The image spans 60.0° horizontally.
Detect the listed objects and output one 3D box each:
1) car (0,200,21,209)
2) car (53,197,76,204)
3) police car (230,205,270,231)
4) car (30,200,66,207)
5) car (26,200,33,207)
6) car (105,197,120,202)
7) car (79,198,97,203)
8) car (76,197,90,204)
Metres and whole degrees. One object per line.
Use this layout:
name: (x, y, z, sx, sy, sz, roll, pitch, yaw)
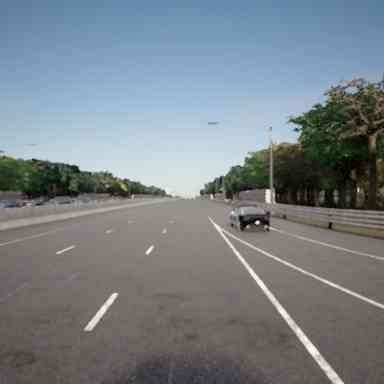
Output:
car: (-24.549, 1.836, 43.708, 2.097, 1.767, 4.553, 0, -1, 0)
car: (-20.984, 1.815, 53.174, 2.150, 2.045, 5.566, 0, -1, 0)
police car: (3.793, 1.679, 22.629, 1.930, 1.638, 5.238, 0, -1, -3)
car: (-17.561, 2.018, 40.823, 1.994, 1.385, 4.181, 0, -1, 0)
car: (-27.971, 2.159, 59.870, 2.128, 1.511, 4.902, 0, 0, 0)
car: (-17.453, 2.040, 73.334, 2.150, 2.045, 5.566, 0, -1, 0)
car: (-17.493, 2.247, 58.138, 1.895, 1.301, 4.718, 0, -1, 1)
car: (-20.961, 1.925, 63.640, 2.150, 2.045, 5.566, 0, 0, 0)
